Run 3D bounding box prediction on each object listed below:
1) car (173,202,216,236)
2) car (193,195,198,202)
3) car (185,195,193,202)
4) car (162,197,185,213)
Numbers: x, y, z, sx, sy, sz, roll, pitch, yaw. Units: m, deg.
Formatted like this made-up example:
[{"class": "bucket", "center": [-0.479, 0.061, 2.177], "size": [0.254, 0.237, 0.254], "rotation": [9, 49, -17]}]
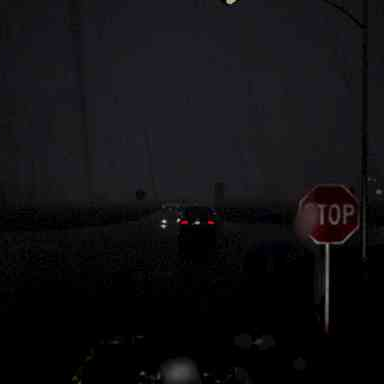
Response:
[{"class": "car", "center": [0.327, 1.483, 17.976], "size": [2.033, 1.411, 5.357], "rotation": [0, 0, 1]}, {"class": "car", "center": [0.129, 1.277, 67.641], "size": [1.812, 1.442, 4.674], "rotation": [0, 0, 5]}, {"class": "car", "center": [-1.287, 1.415, 49.181], "size": [1.895, 1.301, 4.718], "rotation": [0, 0, 4]}, {"class": "car", "center": [-2.029, 1.397, 35.139], "size": [1.812, 1.442, 4.674], "rotation": [0, 0, 3]}]
